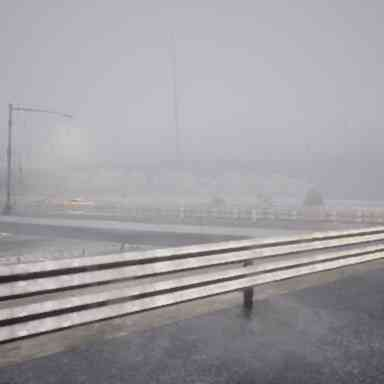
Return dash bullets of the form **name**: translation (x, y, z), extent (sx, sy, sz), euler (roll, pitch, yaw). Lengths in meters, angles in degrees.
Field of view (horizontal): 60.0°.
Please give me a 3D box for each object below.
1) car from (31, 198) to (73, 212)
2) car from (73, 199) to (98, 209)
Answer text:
- **car**: translation (-17.255, 1.536, 40.055), extent (4.902, 1.511, 2.128), euler (1, -1, 28)
- **car**: translation (-14.180, 1.606, 42.403), extent (5.008, 1.535, 1.882), euler (0, -1, 27)
